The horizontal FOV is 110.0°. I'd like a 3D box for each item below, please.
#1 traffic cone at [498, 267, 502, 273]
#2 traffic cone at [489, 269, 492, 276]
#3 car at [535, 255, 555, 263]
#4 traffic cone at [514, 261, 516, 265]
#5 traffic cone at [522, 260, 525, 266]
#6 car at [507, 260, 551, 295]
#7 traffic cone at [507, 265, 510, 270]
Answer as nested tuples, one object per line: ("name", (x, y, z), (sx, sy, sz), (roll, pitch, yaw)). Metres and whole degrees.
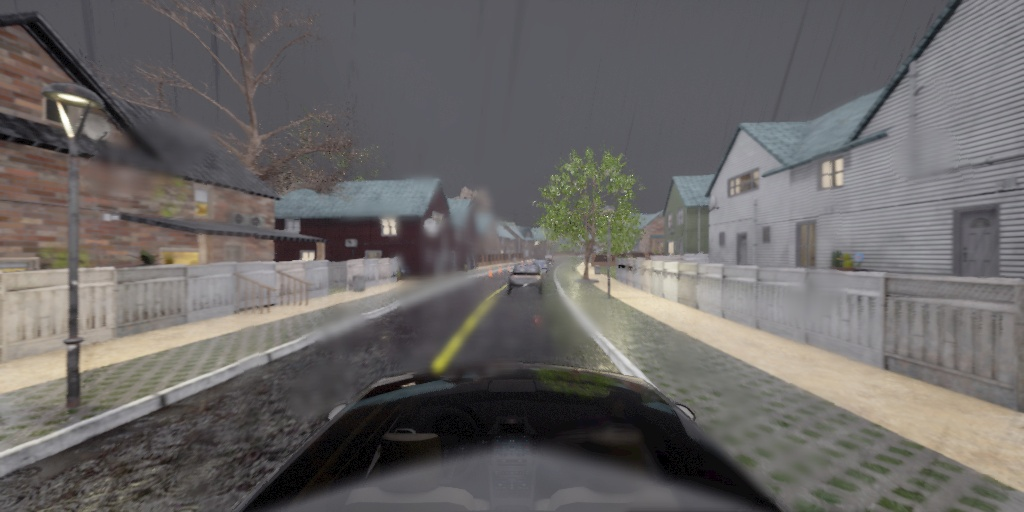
("traffic cone", (-1.201, 1.406, 36.744), (0.340, 0.580, 0.340), (0, 0, 9))
("traffic cone", (-1.895, 1.469, 31.739), (0.340, 0.580, 0.340), (0, 0, 7))
("car", (3.203, 0.971, 39.053), (2.033, 1.411, 5.357), (0, 1, 9))
("traffic cone", (0.498, 1.276, 46.701), (0.340, 0.580, 0.340), (0, 0, 11))
("traffic cone", (1.502, 1.202, 51.651), (0.340, 0.580, 0.340), (0, 0, 12))
("car", (0.839, 1.152, 19.268), (2.128, 1.511, 4.902), (0, 1, 5))
("traffic cone", (-0.403, 1.342, 41.731), (0.340, 0.580, 0.340), (0, 0, 10))
